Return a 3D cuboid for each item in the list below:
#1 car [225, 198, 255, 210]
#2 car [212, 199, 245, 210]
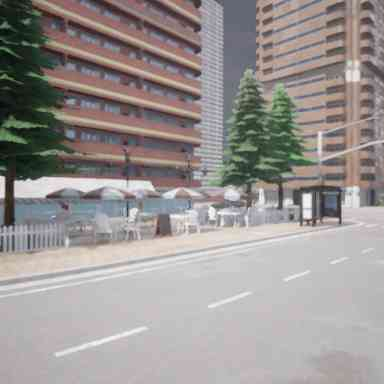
[{"bbox_3d":[7.054,1.971,49.249,1.837,1.490,4.892,1,-1,-45],"label":"car"},{"bbox_3d":[4.768,2.004,46.583,1.994,1.385,4.181,1,-1,-45],"label":"car"}]
